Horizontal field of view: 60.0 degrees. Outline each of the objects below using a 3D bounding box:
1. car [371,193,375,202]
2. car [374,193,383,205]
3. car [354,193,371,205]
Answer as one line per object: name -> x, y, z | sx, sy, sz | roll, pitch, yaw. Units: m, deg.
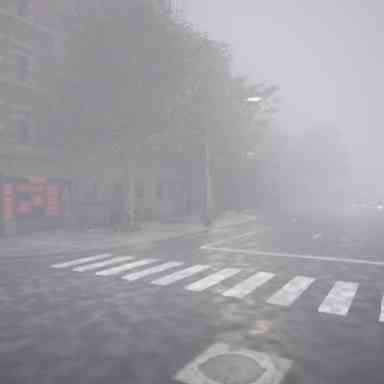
car -> 37.626, 1.491, 70.945 | 1.994, 1.385, 4.181 | -1, 0, 32
car -> 31.834, 1.414, 54.950 | 2.128, 1.511, 4.902 | -1, 0, 32
car -> 28.852, 1.446, 56.780 | 1.882, 1.535, 5.008 | -1, 0, 32
